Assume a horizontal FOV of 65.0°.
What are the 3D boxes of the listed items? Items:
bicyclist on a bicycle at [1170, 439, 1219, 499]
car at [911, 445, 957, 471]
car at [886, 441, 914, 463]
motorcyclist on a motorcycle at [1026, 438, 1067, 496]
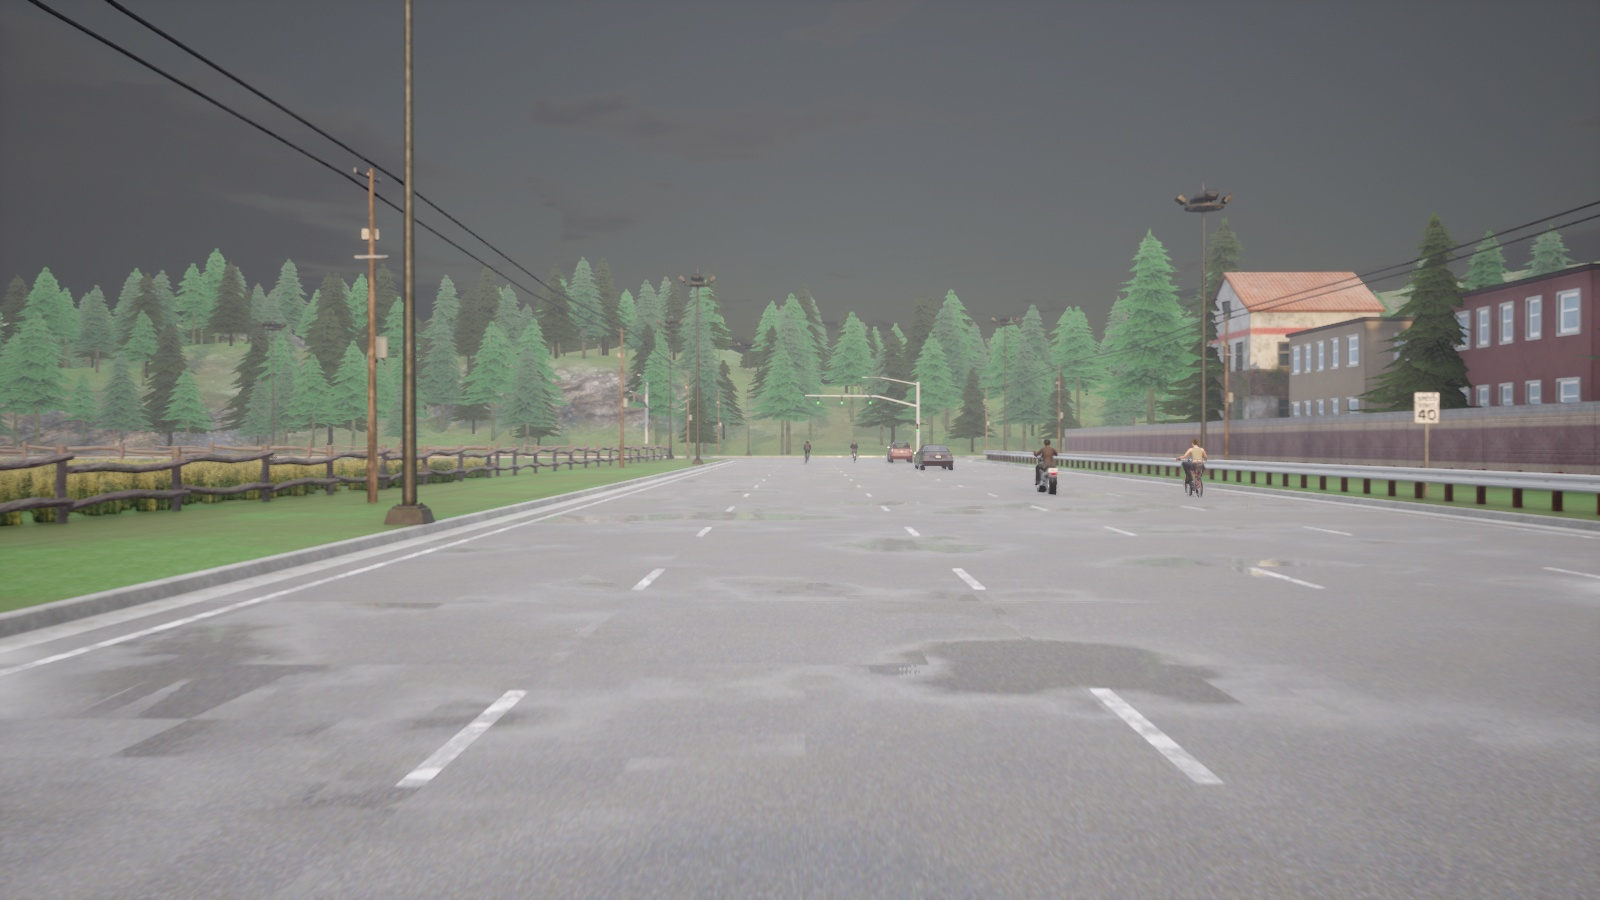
[{"bbox_3d":[10.706,0.499,34.142,0.866,1.612,1.509,0,0,1],"label":"bicyclist on a bicycle"},{"bbox_3d":[7.417,0.406,69.844,2.033,1.411,5.357,0,0,0],"label":"car"},{"bbox_3d":[7.558,0.115,95.057,1.851,1.617,3.988,0,0,0],"label":"car"},{"bbox_3d":[7.227,0.494,36.960,0.766,1.649,2.350,0,0,0],"label":"motorcyclist on a motorcycle"}]
